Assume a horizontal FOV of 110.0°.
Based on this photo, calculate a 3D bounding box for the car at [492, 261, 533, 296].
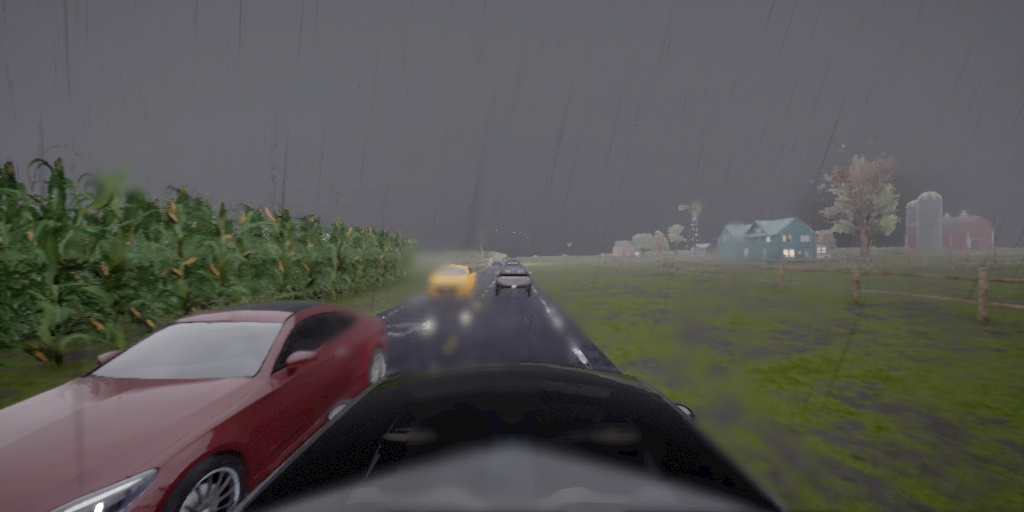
[{"bbox_3d":[0.095,1.223,19.131,2.128,1.511,4.902,0,0,0],"label":"car"}]

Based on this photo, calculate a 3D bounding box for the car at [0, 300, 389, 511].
[{"bbox_3d":[-2.818,1.273,3.854,1.812,1.442,4.674,0,0,1],"label":"car"}]

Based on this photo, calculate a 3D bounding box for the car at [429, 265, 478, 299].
[{"bbox_3d":[-2.854,1.210,18.141,1.882,1.535,5.008,0,0,0],"label":"car"}]
